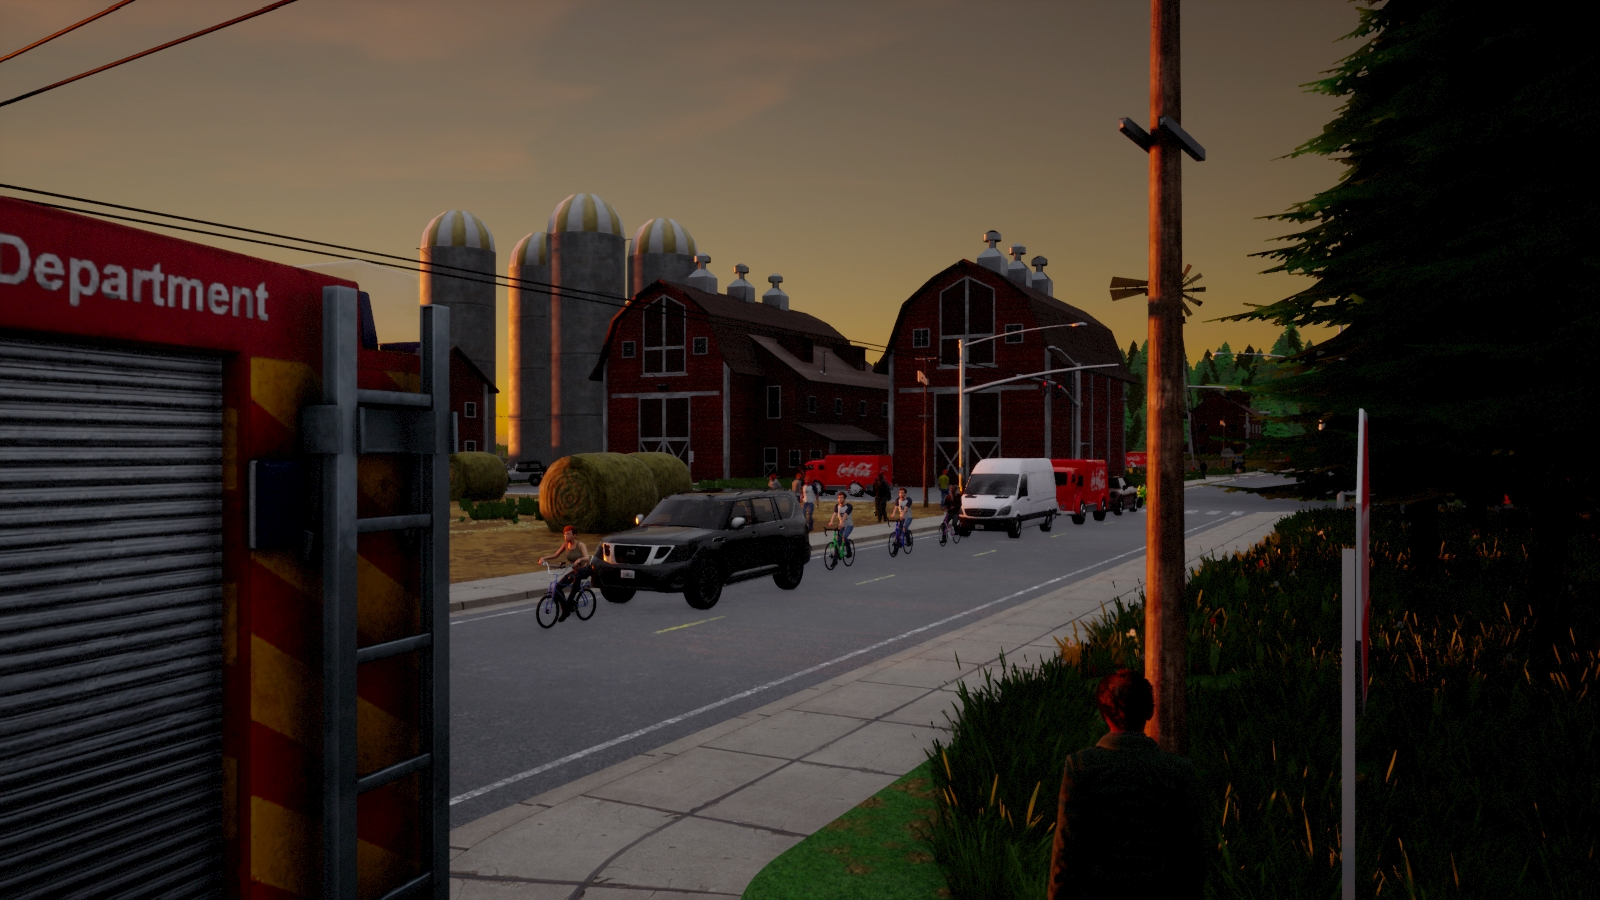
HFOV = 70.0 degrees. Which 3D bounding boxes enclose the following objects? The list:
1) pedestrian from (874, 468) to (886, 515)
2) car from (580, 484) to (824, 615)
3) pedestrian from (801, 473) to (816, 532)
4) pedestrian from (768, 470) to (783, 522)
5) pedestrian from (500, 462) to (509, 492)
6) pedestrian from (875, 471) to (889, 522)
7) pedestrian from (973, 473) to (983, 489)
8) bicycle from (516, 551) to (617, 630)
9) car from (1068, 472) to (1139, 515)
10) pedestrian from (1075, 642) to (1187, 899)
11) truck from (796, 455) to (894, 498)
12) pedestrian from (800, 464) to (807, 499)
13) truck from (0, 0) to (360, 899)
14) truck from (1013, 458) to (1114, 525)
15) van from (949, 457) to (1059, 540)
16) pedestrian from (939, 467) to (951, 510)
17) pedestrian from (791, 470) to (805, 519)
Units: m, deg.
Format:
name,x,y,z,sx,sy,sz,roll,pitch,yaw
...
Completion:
name,x,y,z,sx,sy,sz,roll,pitch,yaw
pedestrian,3.207,1.678,45.969,0.375,1.860,0.375,0,0,28
car,-1.713,1.779,22.406,2.150,2.045,5.566,0,0,27
pedestrian,0.267,1.691,36.921,0.375,1.860,0.375,0,0,25
pedestrian,-0.880,1.676,41.513,0.375,1.860,0.375,0,0,43
pedestrian,-18.500,1.672,71.578,0.375,1.860,0.375,0,0,26
pedestrian,3.003,1.694,41.740,0.375,1.860,0.375,0,0,27
pedestrian,11.941,2.082,76.587,0.500,1.100,0.500,0,0,28
bicycle,-3.779,2.256,18.557,0.859,1.080,1.487,0,0,28
car,13.635,1.903,51.213,2.097,1.767,4.553,0,0,28
pedestrian,1.197,1.663,4.143,0.375,1.860,0.375,0,0,16
truck,2.702,1.516,68.039,5.204,2.467,2.627,0,0,27
pedestrian,0.182,1.670,60.896,0.375,1.860,0.375,0,0,6
truck,-5.943,0.867,3.842,8.468,3.827,2.891,0,0,19
truck,10.539,1.568,45.363,2.627,2.467,5.204,0,0,28
van,7.054,1.534,38.933,1.988,2.561,5.915,0,0,28
pedestrian,6.358,1.678,49.970,0.375,1.860,0.375,0,0,37
pedestrian,-0.087,1.677,43.397,0.375,1.860,0.375,0,0,44
